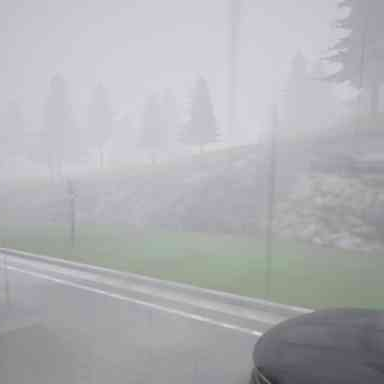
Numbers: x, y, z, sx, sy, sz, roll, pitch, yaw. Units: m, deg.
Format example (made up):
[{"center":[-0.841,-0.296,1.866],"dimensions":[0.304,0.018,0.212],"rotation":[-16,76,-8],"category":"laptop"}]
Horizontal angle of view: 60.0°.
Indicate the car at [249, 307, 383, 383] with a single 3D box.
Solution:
[{"center":[2.773,1.478,2.013],"dimensions":[5.008,1.535,1.882],"rotation":[0,0,36],"category":"car"}]
